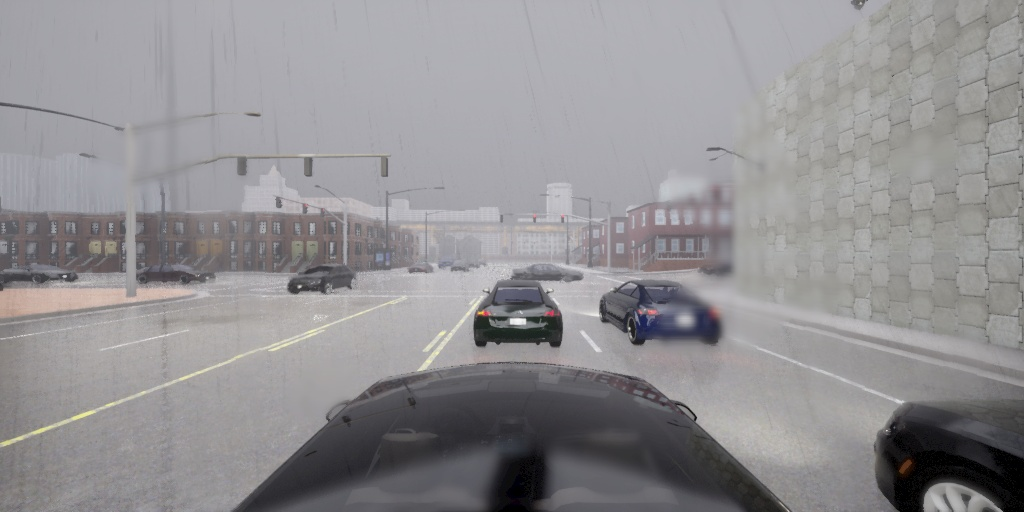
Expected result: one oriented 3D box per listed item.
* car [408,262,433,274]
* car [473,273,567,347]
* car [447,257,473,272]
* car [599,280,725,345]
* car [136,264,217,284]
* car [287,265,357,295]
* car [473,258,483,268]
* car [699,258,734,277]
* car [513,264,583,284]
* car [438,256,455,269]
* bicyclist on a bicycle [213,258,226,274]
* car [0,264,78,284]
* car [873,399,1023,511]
[{"bbox_3d":[-10.233,1.314,40.456,1.994,1.385,4.181,0,0,1],"label":"car"},{"bbox_3d":[0.160,1.314,9.365,1.994,1.385,4.181,0,0,1],"label":"car"},{"bbox_3d":[-6.587,1.254,45.693,1.837,1.490,4.892,0,0,1],"label":"car"},{"bbox_3d":[3.663,1.314,9.526,1.994,1.385,4.181,0,0,1],"label":"car"},{"bbox_3d":[-24.901,1.297,26.294,5.357,1.411,2.033,0,0,0],"label":"car"},{"bbox_3d":[-10.390,1.255,20.013,1.837,1.490,4.892,0,0,1],"label":"car"},{"bbox_3d":[-6.421,1.313,58.754,1.994,1.385,4.181,0,0,1],"label":"car"},{"bbox_3d":[18.521,0.855,29.628,5.357,1.411,2.033,-5,0,1],"label":"car"},{"bbox_3d":[2.613,1.297,27.058,5.357,1.411,2.033,0,0,13],"label":"car"},{"bbox_3d":[-9.962,0.973,55.685,2.150,2.045,5.566,0,0,1],"label":"car"},{"bbox_3d":[-30.407,1.053,37.326,0.582,1.620,1.656,0,0,0],"label":"bicyclist on a bicycle"},{"bbox_3d":[-34.866,1.314,26.379,4.181,1.385,1.994,0,0,1],"label":"car"},{"bbox_3d":[3.585,1.255,0.613,1.837,1.490,4.892,0,0,1],"label":"car"}]
